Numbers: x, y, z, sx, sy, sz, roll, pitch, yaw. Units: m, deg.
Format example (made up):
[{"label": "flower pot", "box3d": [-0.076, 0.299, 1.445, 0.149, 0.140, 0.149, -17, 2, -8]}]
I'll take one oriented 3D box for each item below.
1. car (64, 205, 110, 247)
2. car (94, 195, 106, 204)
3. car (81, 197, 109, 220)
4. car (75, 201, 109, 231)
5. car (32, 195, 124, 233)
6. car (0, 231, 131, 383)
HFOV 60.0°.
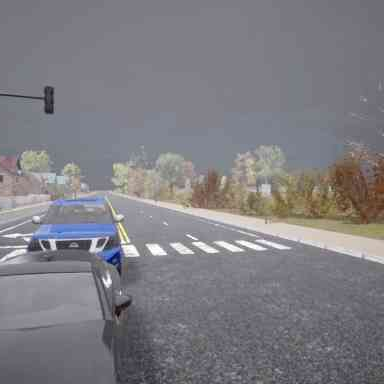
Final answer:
[{"label": "car", "box3d": [-4.968, 1.498, 16.135, 1.837, 1.490, 4.892, 0, 0, -15]}, {"label": "car", "box3d": [-18.192, 1.427, 65.705, 2.128, 1.511, 4.902, 0, 0, -15]}, {"label": "car", "box3d": [-8.346, 1.336, 28.806, 2.097, 1.767, 4.553, 0, 0, -15]}, {"label": "car", "box3d": [-6.505, 1.468, 21.889, 1.882, 1.535, 5.008, 0, 0, -15]}, {"label": "car", "box3d": [-3.345, 1.218, 10.054, 2.150, 2.045, 5.566, 0, 0, -15]}, {"label": "car", "box3d": [-1.740, 1.524, 3.956, 1.812, 1.442, 4.674, 0, 0, -12]}]
